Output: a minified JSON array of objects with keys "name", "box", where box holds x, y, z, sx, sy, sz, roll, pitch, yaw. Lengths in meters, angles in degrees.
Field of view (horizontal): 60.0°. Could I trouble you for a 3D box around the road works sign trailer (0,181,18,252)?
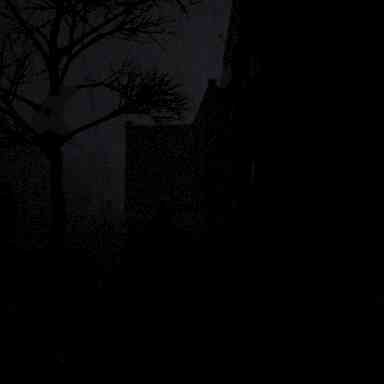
[{"name":"road works sign trailer","box":[-7.728,0.944,10.843,3.560,2.380,2.880,-4,2,-9]}]
